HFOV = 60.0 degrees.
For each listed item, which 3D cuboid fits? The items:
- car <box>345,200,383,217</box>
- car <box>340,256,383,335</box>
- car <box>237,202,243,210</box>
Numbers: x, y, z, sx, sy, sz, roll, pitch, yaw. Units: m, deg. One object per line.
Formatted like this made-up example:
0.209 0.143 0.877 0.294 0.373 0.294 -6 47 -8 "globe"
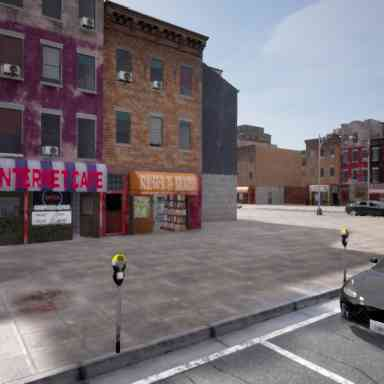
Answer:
15.918 1.535 28.998 1.837 1.490 4.892 1 1 -35 "car"
4.467 1.567 5.979 4.313 1.339 1.947 0 0 -35 "car"
4.762 1.565 44.750 2.128 1.511 4.902 1 0 -35 "car"
